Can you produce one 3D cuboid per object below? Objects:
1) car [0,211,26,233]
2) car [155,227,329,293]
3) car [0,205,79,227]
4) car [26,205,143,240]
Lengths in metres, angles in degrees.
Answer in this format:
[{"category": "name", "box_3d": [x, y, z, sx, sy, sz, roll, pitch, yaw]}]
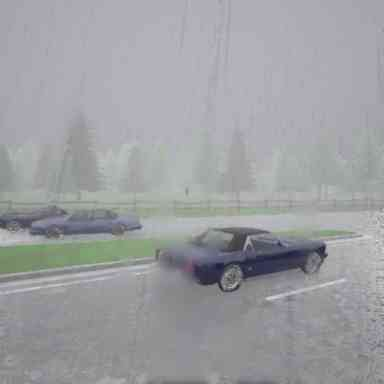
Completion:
[{"category": "car", "box_3d": [-8.527, 1.575, 19.331, 4.718, 1.301, 1.895, 0, 0, -21]}, {"category": "car", "box_3d": [1.514, 1.609, 8.876, 4.718, 1.301, 1.895, 0, 0, -34]}, {"category": "car", "box_3d": [-10.142, 1.570, 22.449, 4.718, 1.301, 1.895, 0, 0, -21]}, {"category": "car", "box_3d": [-5.243, 1.533, 16.865, 5.357, 1.411, 2.033, 0, 0, -22]}]
